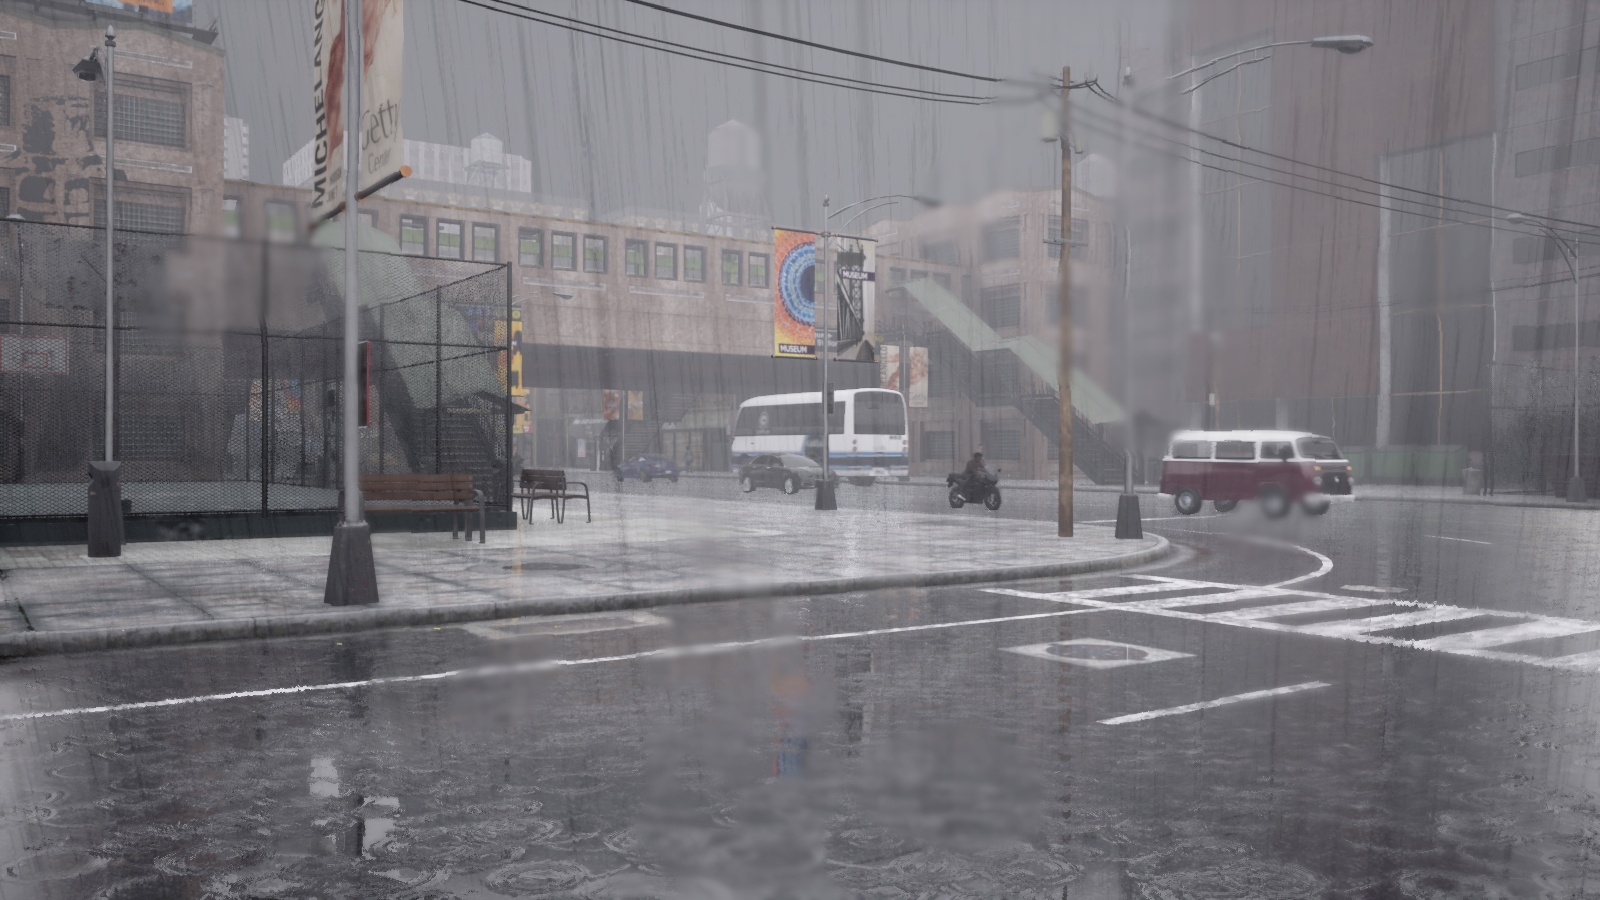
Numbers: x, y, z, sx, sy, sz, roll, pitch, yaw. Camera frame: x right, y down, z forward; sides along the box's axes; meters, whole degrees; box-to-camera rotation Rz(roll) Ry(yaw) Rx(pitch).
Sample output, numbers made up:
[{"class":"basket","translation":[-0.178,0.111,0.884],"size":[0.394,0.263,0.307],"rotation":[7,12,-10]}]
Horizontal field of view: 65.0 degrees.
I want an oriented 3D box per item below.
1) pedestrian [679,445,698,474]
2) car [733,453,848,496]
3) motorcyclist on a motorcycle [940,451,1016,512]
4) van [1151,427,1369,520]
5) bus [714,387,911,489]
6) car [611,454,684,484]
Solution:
[{"class":"pedestrian","translation":[-7.209,0.615,81.093],"size":[0.874,1.855,0.900],"rotation":[0,0,-39]},{"class":"car","translation":[-0.410,0.864,46.410],"size":[1.837,1.490,4.892],"rotation":[0,0,-34]},{"class":"motorcyclist on a motorcycle","translation":[4.614,0.797,32.725],"size":[0.797,1.523,2.044],"rotation":[0,0,-34]},{"class":"van","translation":[10.807,0.518,29.811],"size":[2.069,2.038,4.480],"rotation":[0,0,-34]},{"class":"bus","translation":[0.315,-0.491,57.840],"size":[3.944,4.253,10.273],"rotation":[0,0,-34]},{"class":"car","translation":[-7.768,0.943,63.656],"size":[1.812,1.442,4.674],"rotation":[0,0,-33]}]
